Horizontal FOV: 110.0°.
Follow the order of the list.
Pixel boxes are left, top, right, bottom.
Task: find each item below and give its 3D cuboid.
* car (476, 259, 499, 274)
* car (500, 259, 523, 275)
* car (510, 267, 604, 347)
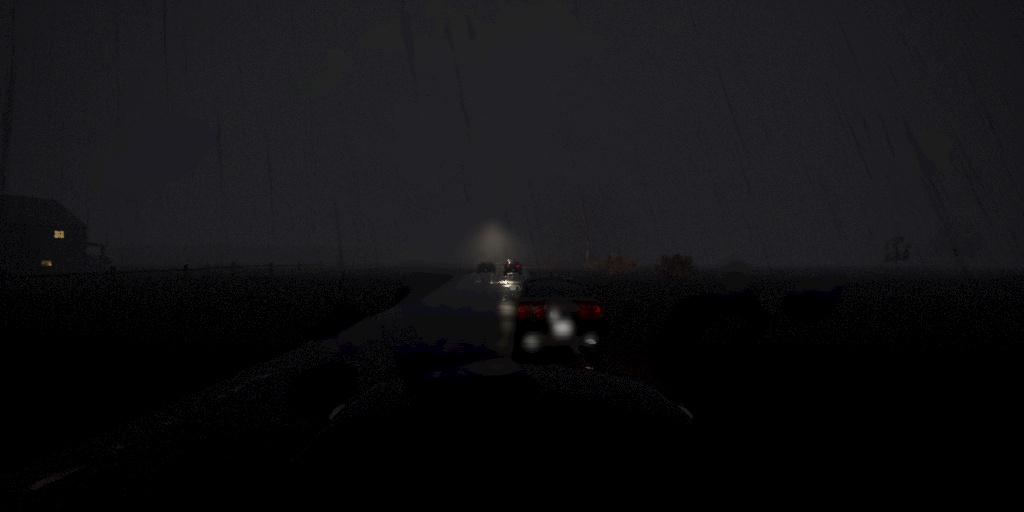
[{"bbox_3d":[-2.835,1.306,40.199,1.994,1.385,4.181,0,0,0],"label":"car"},{"bbox_3d":[0.101,1.234,38.691,2.128,1.511,4.902,0,0,0],"label":"car"},{"bbox_3d":[0.969,1.226,9.330,1.882,1.535,5.008,0,0,0],"label":"car"}]
